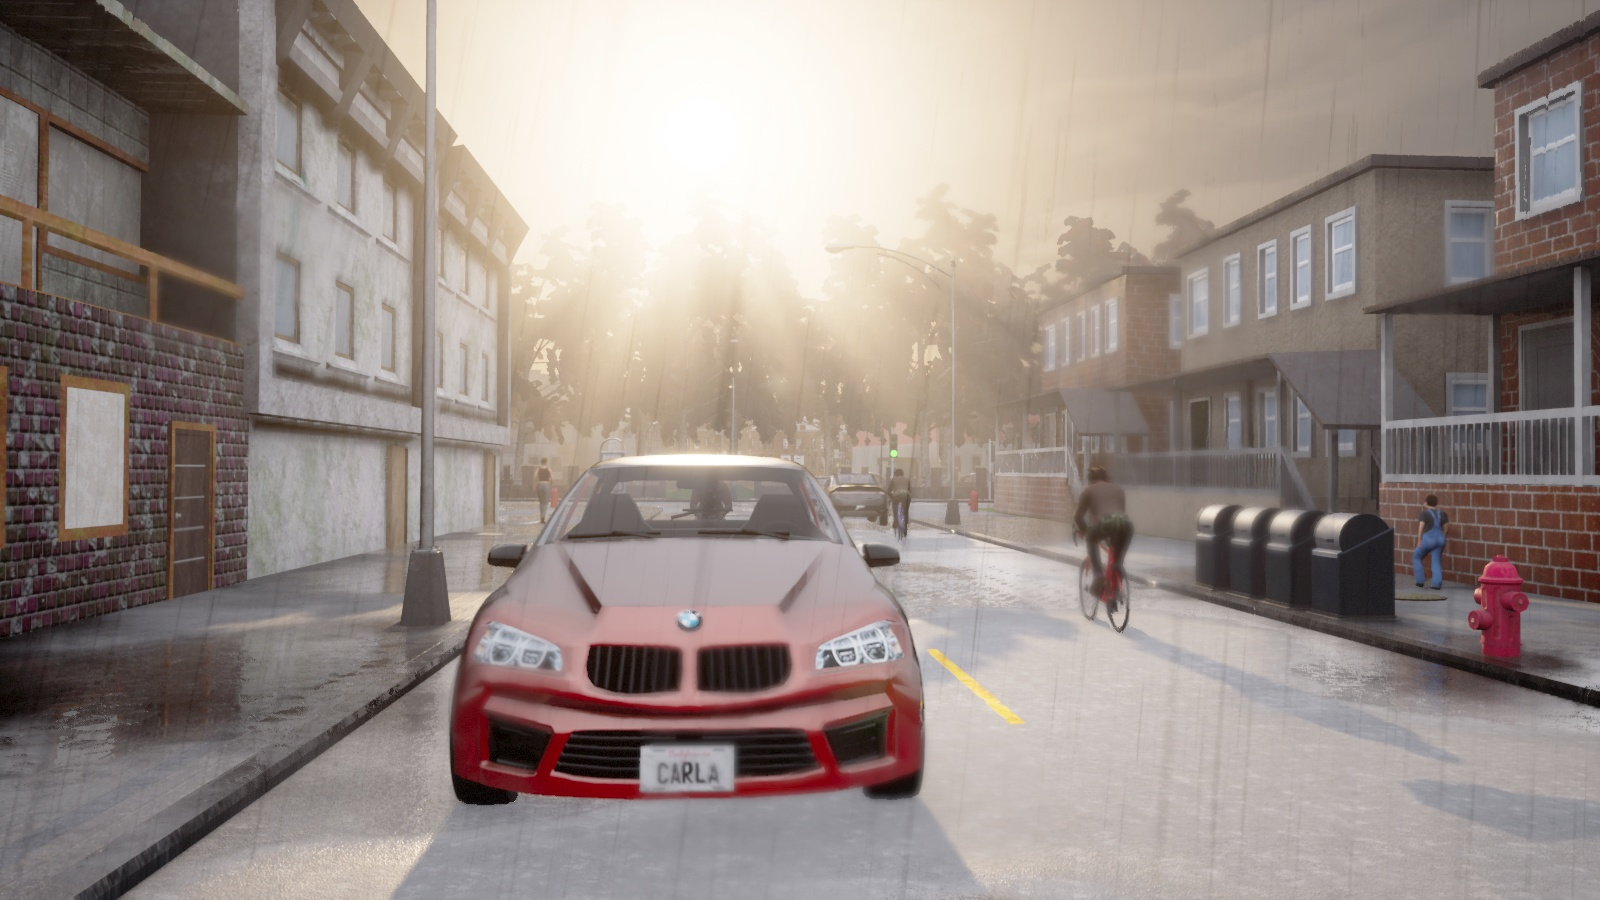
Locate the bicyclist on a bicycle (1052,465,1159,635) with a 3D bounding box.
[{"bbox_3d":[3.074,0.969,12.792,0.582,1.620,1.656,0,-1,-4],"label":"bicyclist on a bicycle"}]

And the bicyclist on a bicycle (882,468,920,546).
[{"bbox_3d":[2.170,1.215,27.233,0.582,1.620,1.656,0,-1,-4],"label":"bicyclist on a bicycle"}]

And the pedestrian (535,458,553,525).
[{"bbox_3d":[-7.022,1.130,34.485,0.345,1.836,0.594,0,-1,3],"label":"pedestrian"}]

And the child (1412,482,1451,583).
[{"bbox_3d":[8.025,1.040,15.972,0.270,1.263,0.437,0,-1,2],"label":"child"}]

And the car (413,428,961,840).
[{"bbox_3d":[-0.602,0.787,7.472,2.242,1.667,4.611,0,-1,-4],"label":"car"}]

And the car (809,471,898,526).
[{"bbox_3d":[1.520,1.395,37.631,2.128,1.511,4.902,0,-1,-4],"label":"car"}]
